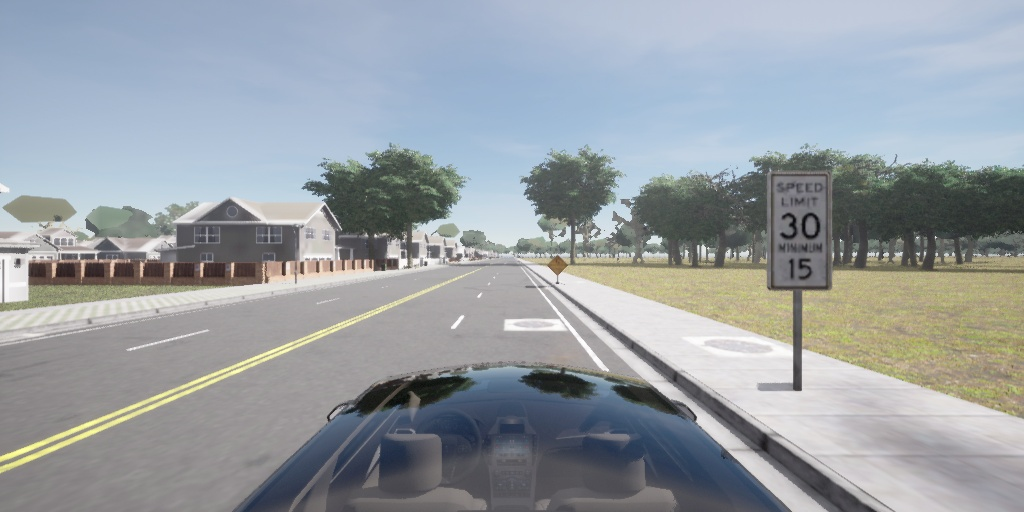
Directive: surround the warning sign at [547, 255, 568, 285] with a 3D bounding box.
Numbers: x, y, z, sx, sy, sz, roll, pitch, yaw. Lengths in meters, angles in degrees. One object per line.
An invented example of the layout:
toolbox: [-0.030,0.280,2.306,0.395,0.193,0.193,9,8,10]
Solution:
warning sign: [2.850,0.862,22.473,1.300,1.860,1.060,0,0,0]
